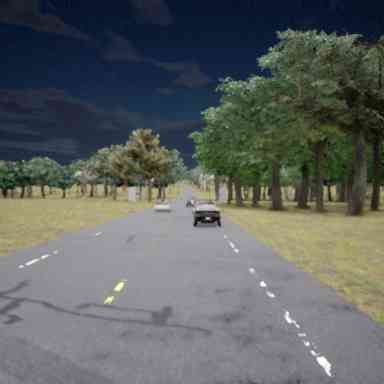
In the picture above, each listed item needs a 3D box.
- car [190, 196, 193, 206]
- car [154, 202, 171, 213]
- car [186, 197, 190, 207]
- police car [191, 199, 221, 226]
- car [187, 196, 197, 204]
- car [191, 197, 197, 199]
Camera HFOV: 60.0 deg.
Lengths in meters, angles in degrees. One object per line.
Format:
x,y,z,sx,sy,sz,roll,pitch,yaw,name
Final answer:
1.051,1.595,40.474,2.097,1.767,4.553,0,0,0,car
-3.589,1.849,41.002,1.895,1.301,4.718,0,0,0,car
0.004,1.750,58.479,2.097,1.767,4.553,0,-1,0,car
1.051,1.559,24.605,1.930,1.638,5.238,0,0,0,police car
0.005,1.784,74.016,2.097,1.767,4.553,0,-1,0,car
1.052,1.658,34.688,1.801,1.575,5.366,0,0,0,car
